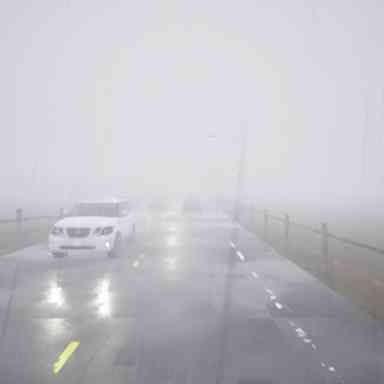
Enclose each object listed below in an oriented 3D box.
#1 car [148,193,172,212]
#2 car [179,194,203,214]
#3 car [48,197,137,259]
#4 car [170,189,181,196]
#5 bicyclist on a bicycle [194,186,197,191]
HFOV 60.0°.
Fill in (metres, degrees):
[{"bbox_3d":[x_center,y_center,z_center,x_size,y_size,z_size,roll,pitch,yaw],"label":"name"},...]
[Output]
[{"bbox_3d":[-3.508,1.202,35.678,1.882,1.535,5.008,0,1,0],"label":"car"},{"bbox_3d":[0.005,1.287,32.612,2.128,1.511,4.902,0,1,0],"label":"car"},{"bbox_3d":[-3.601,1.259,13.182,2.150,2.045,5.566,0,0,0],"label":"car"},{"bbox_3d":[-3.506,0.087,71.414,2.097,1.767,4.553,0,2,0],"label":"car"},{"bbox_3d":[0.952,-0.797,95.549,0.866,1.612,1.509,0,3,0],"label":"bicyclist on a bicycle"}]
